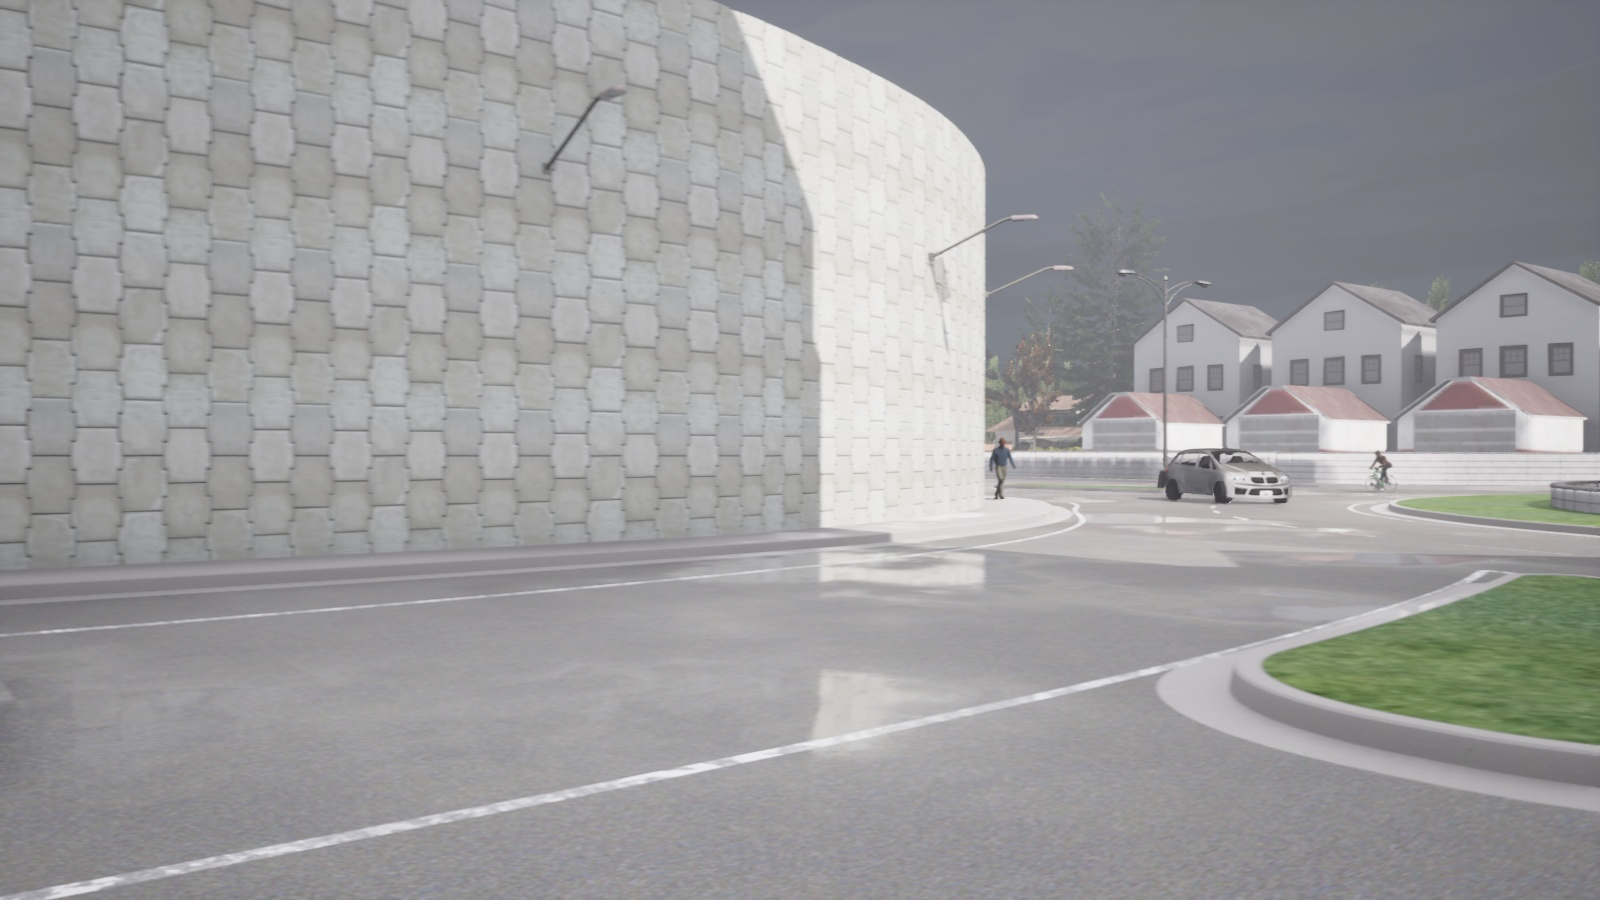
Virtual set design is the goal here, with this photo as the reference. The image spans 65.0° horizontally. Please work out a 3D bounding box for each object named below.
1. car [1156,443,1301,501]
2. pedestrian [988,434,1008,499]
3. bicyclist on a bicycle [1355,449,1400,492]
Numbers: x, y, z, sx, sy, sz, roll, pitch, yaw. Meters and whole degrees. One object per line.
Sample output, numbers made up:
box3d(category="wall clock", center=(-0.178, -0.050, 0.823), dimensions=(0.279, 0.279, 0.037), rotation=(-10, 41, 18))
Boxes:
box3d(category="car", center=(13.009, 0.646, 38.486), dimensions=(2.242, 1.667, 4.611), rotation=(0, 0, -10))
box3d(category="pedestrian", center=(5.627, 0.465, 35.672), dimensions=(0.370, 1.835, 0.726), rotation=(0, 0, -9))
box3d(category="bicyclist on a bicycle", center=(22.055, 0.757, 47.975), dimensions=(1.656, 1.620, 0.582), rotation=(0, 1, -23))
